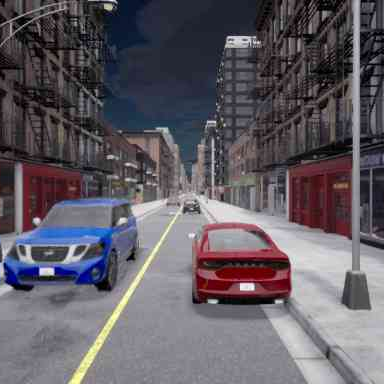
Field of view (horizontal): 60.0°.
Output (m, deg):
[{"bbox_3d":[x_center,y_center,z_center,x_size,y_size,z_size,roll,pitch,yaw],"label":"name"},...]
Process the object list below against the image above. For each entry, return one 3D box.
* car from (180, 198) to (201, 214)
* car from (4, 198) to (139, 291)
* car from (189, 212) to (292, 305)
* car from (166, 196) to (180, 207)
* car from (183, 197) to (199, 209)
[{"bbox_3d":[-0.035,1.545,35.655,1.812,1.442,4.674,0,0,0],"label":"car"},{"bbox_3d":[-2.876,1.221,9.336,2.150,2.045,5.566,0,0,0],"label":"car"},{"bbox_3d":[0.939,1.478,8.189,1.882,1.535,5.008,0,0,0],"label":"car"},{"bbox_3d":[-2.904,1.394,52.399,2.097,1.767,4.553,0,0,0],"label":"car"},{"bbox_3d":[-0.121,1.525,45.825,2.128,1.511,4.902,0,0,0],"label":"car"}]
